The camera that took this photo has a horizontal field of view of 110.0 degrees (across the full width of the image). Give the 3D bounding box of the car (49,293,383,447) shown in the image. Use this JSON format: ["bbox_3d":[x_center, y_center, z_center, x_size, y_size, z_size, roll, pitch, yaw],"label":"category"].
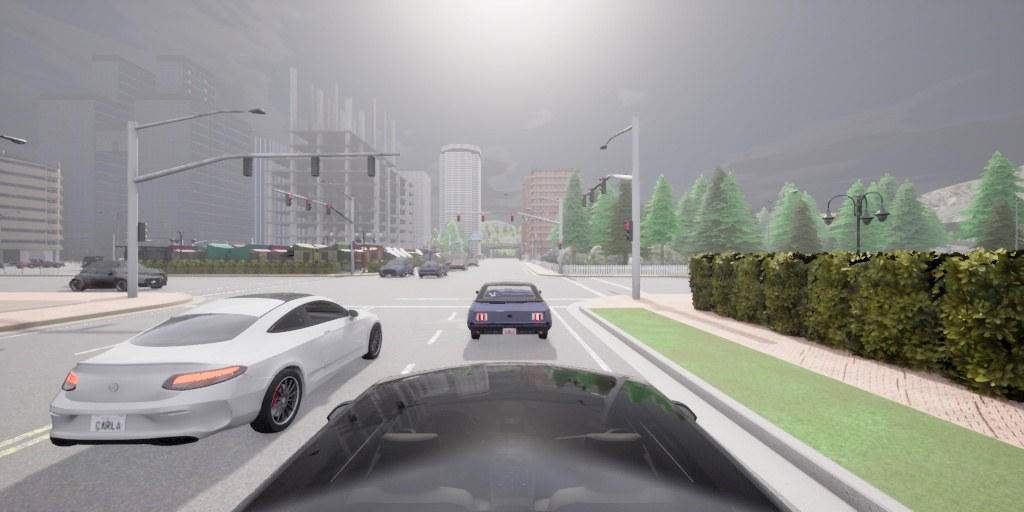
[{"bbox_3d":[-3.506,1.276,5.389,1.812,1.442,4.674,0,0,-1],"label":"car"}]

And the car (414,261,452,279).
[{"bbox_3d":[-7.176,1.351,32.957,1.895,1.301,4.718,0,0,1],"label":"car"}]

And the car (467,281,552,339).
[{"bbox_3d":[-0.092,1.351,9.997,1.895,1.301,4.718,0,0,-1],"label":"car"}]

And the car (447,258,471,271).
[{"bbox_3d":[-7.085,1.227,47.816,1.882,1.535,5.008,0,0,0],"label":"car"}]

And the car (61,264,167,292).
[{"bbox_3d":[-22.720,1.314,20.782,4.181,1.385,1.994,0,0,1],"label":"car"}]

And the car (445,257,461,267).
[{"bbox_3d":[-10.516,1.101,64.347,2.097,1.767,4.553,0,0,1],"label":"car"}]

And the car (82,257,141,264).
[{"bbox_3d":[-26.340,1.102,24.381,4.553,1.767,2.097,0,0,2],"label":"car"}]

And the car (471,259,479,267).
[{"bbox_3d":[-7.020,1.256,64.438,1.837,1.490,4.892,0,0,1],"label":"car"}]

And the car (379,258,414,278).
[{"bbox_3d":[-10.674,1.101,33.478,2.097,1.767,4.553,0,0,1],"label":"car"}]
